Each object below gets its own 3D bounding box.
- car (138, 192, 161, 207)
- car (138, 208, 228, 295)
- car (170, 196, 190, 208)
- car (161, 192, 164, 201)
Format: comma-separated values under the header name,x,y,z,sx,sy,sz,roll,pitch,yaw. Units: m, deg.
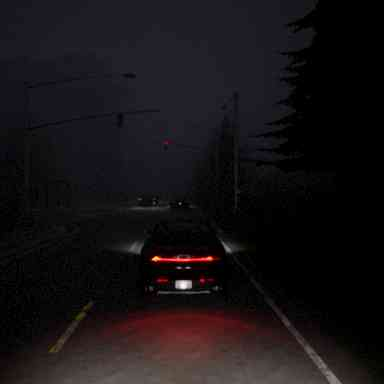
name,x,y,z,sx,sy,sz,roll,pitch,yaw
car,-5.128,0.802,39.068,2.097,1.767,4.553,0,1,-2
car,-0.228,1.385,8.410,1.837,1.490,4.892,0,1,-2
car,-1.250,1.080,34.465,1.994,1.385,4.181,0,1,-2
car,-5.744,0.705,55.031,1.882,1.535,5.008,0,1,-2
